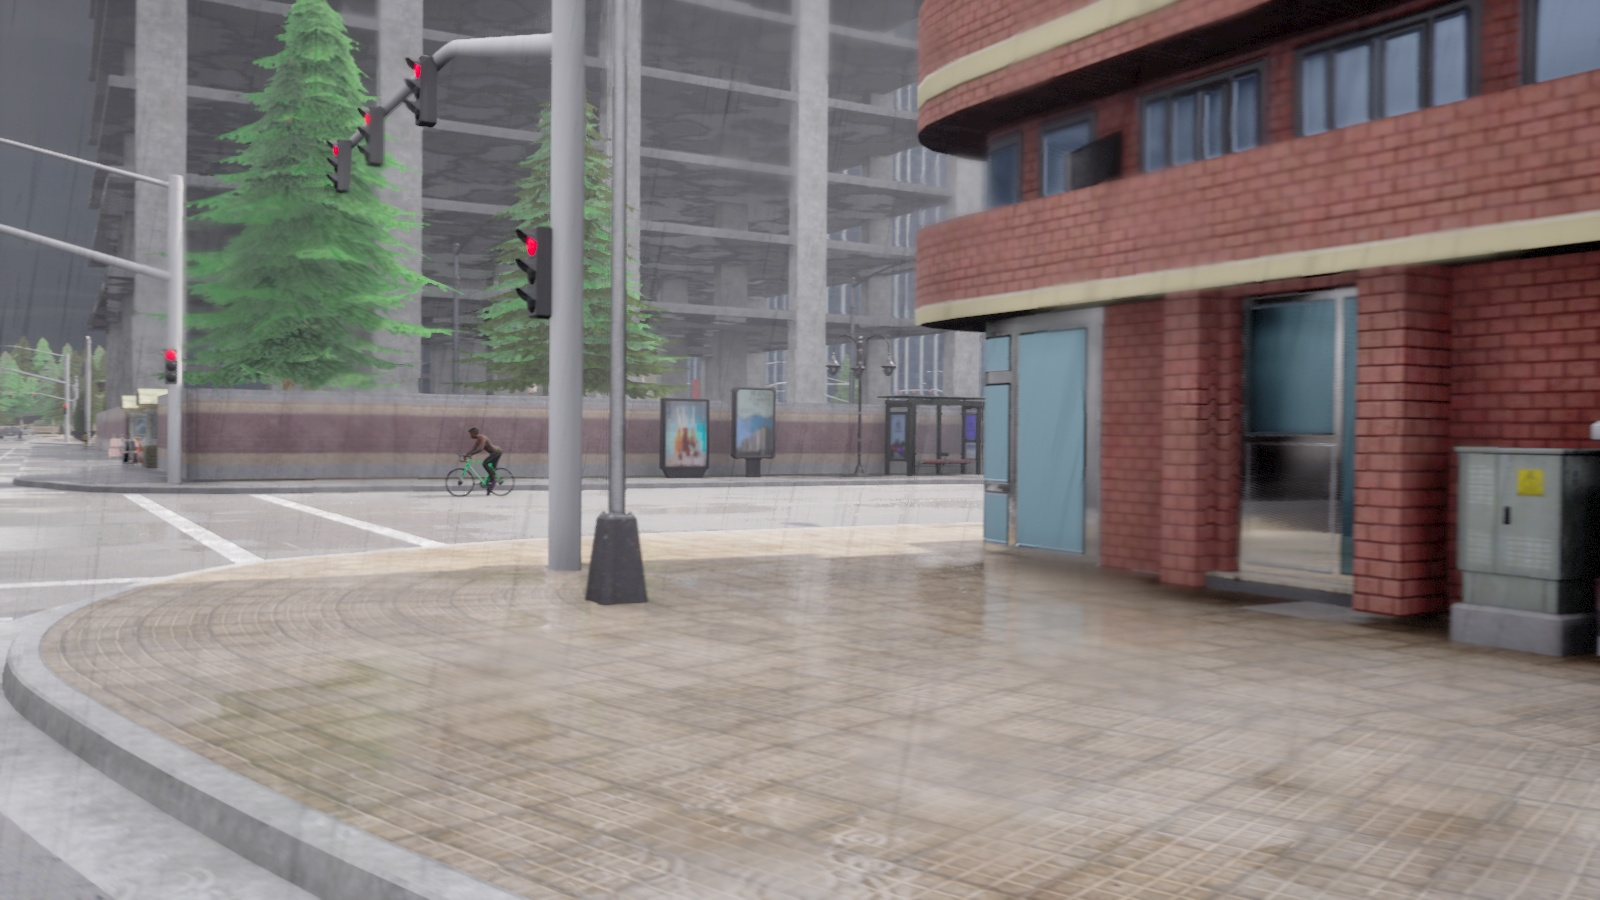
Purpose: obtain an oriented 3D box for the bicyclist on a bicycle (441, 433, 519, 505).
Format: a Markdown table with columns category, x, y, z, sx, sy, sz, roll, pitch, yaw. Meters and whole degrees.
| category | x | y | z | sx | sy | sz | roll | pitch | yaw |
| --- | --- | --- | --- | --- | --- | --- | --- | --- | --- |
| bicyclist on a bicycle | -7.465 | 0.434 | 29.306 | 1.656 | 1.620 | 0.582 | -1 | 1 | -31 |
